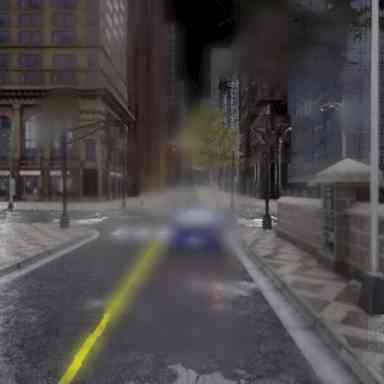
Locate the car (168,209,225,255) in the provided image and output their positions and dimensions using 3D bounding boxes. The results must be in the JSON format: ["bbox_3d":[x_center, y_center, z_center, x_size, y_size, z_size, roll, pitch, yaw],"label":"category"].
[{"bbox_3d":[0.255,1.386,13.030,1.882,1.535,5.008,0,1,4],"label":"car"}]

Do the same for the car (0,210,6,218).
[{"bbox_3d":[-14.844,1.243,21.816,4.829,1.417,1.752,1,0,1],"label":"car"}]
